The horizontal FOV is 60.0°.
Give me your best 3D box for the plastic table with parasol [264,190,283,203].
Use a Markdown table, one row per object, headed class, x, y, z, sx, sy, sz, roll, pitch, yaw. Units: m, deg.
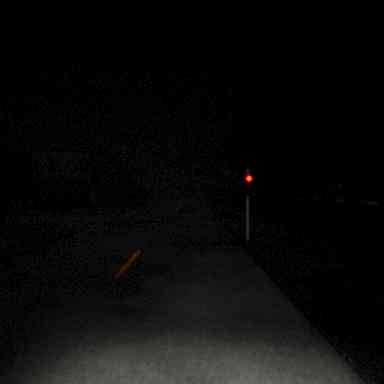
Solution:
| class | x | y | z | sx | sy | sz | roll | pitch | yaw |
| --- | --- | --- | --- | --- | --- | --- | --- | --- | --- |
| plastic table with parasol | 15.458 | 0.809 | 63.345 | 2.482 | 2.480 | 2.482 | -1 | 1 | -40 |
